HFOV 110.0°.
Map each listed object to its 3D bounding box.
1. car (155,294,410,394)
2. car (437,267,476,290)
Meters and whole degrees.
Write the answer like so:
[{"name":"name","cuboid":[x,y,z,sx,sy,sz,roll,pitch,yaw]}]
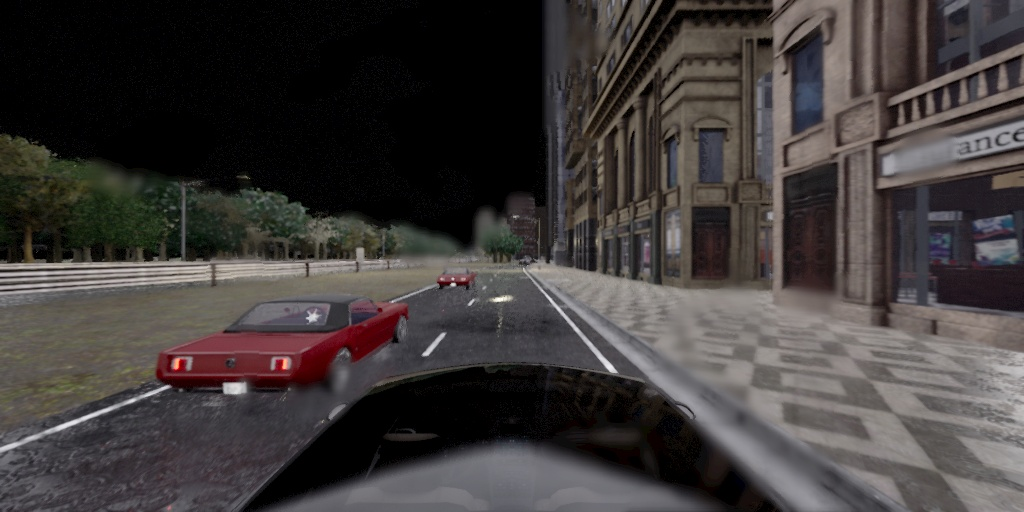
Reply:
[{"name":"car","cuboid":[-3.400,1.350,6.639,1.895,1.301,4.718,0,0,0]},{"name":"car","cuboid":[-3.394,1.367,22.869,1.895,1.301,4.718,0,0,0]}]
